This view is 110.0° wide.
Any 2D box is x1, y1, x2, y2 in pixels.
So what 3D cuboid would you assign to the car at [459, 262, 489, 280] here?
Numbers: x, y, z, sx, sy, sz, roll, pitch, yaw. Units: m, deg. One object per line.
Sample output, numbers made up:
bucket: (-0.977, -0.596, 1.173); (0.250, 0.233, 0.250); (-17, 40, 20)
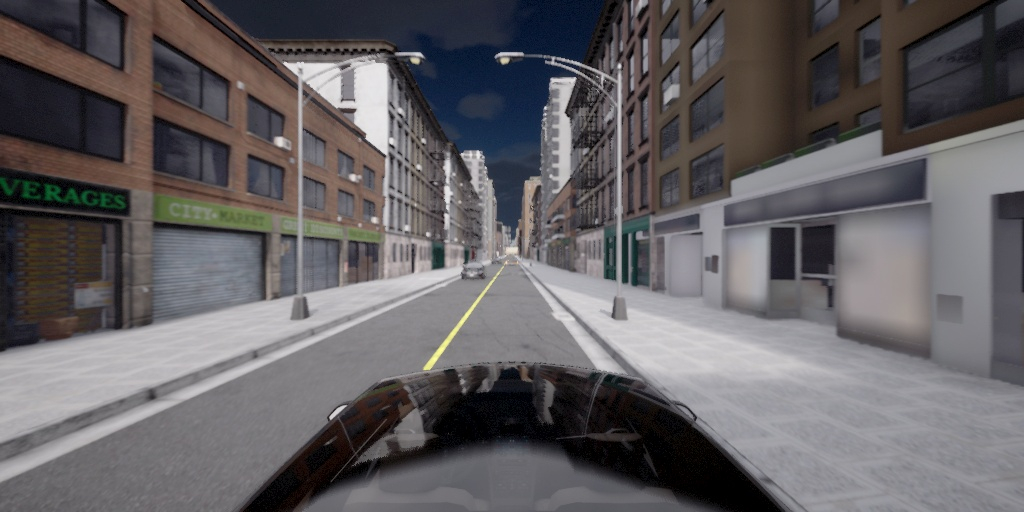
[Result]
car: (-3.097, 1.207, 29.890); (1.812, 1.442, 4.674); (0, 0, 0)
